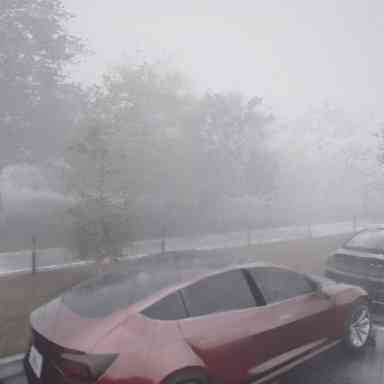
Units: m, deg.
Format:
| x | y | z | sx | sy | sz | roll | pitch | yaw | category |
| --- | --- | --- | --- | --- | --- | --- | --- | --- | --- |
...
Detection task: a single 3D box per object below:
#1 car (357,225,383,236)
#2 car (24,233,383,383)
| x | y | z | sx | sy | sz | roll | pitch | yaw | category |
| --- | --- | --- | --- | --- | --- | --- | --- | --- | --- |
| 4.970 | 1.491 | 7.574 | 4.892 | 1.521 | 2.231 | -1 | 0 | -37 | car |
| 0.472 | 1.512 | 4.390 | 4.792 | 1.488 | 2.163 | -1 | 0 | -37 | car |
